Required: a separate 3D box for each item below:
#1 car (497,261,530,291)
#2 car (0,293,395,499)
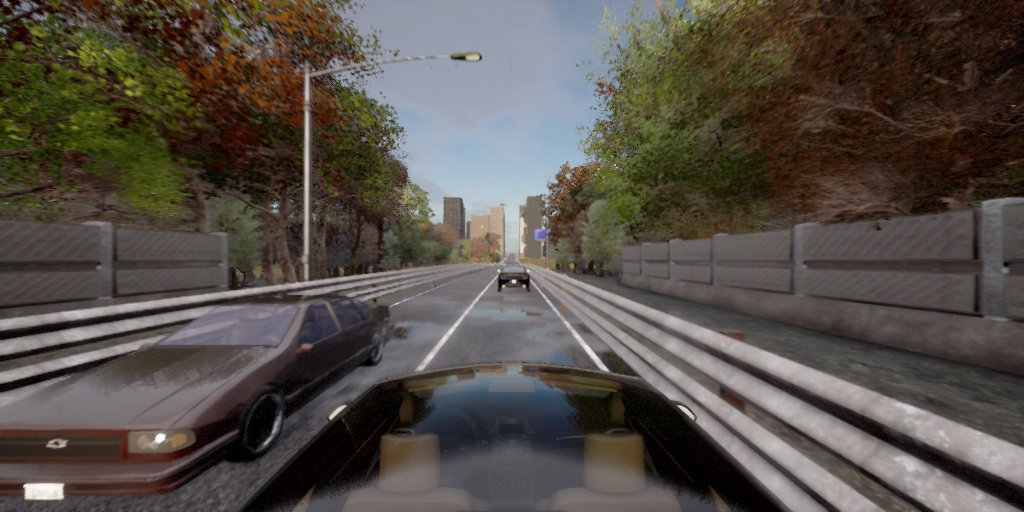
[{"bbox_3d":[0.104,1.287,22.360,1.882,1.535,5.008,0,0,0],"label":"car"},{"bbox_3d":[-3.348,1.297,5.226,2.033,1.411,5.357,0,0,0],"label":"car"}]
